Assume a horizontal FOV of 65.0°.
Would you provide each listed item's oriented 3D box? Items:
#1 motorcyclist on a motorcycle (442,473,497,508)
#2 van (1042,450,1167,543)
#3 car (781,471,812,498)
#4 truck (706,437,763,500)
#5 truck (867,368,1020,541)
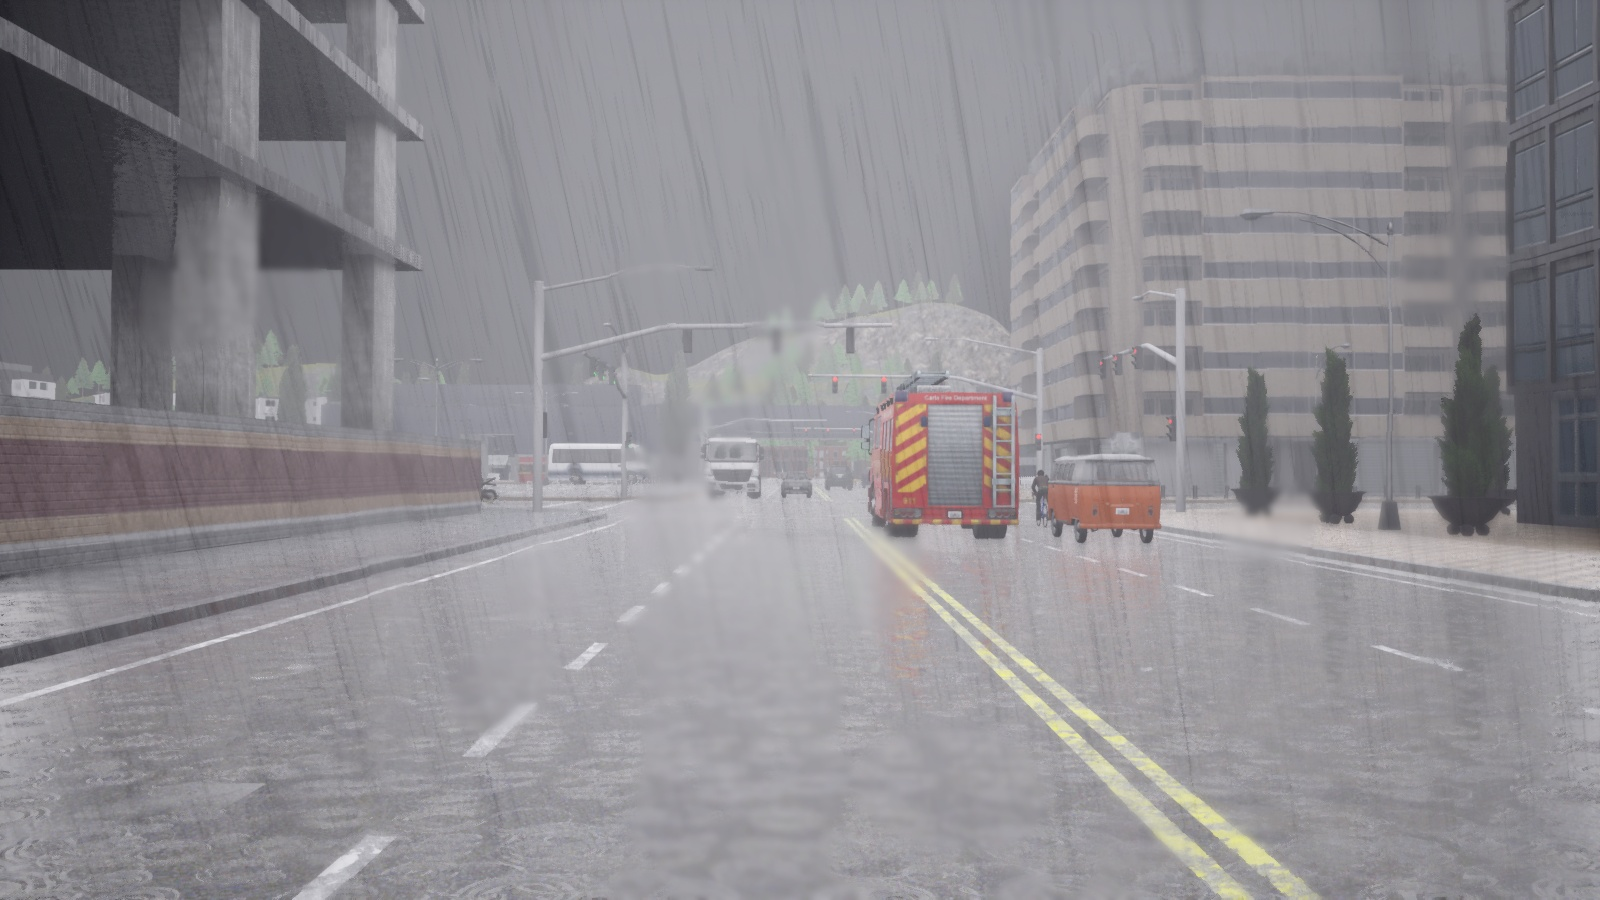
[{"bbox_3d":[-14.570,1.779,55.344,2.191,1.530,0.866,0,-1,0],"label":"motorcyclist on a motorcycle"},{"bbox_3d":[6.924,1.025,29.000,1.775,1.987,4.442,0,-1,0],"label":"van"},{"bbox_3d":[-0.190,2.029,73.717,1.789,1.549,3.705,0,-1,0],"label":"car"},{"bbox_3d":[-3.691,1.064,72.659,2.891,3.462,7.936,0,-1,0],"label":"truck"},{"bbox_3d":[3.412,0.173,32.061,2.891,3.827,8.468,0,-1,0],"label":"truck"}]
